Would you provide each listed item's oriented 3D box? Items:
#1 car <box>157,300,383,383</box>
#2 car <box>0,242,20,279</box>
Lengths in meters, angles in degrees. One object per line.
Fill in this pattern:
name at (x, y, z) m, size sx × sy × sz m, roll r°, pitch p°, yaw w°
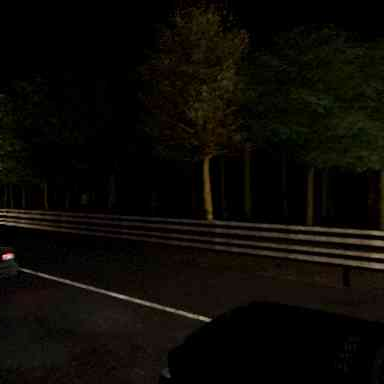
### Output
car at (2.026, 1.604, 2.415) m, size 4.718 × 1.301 × 1.895 m, roll 0°, pitch 0°, yaw 36°
car at (-6.621, 1.568, 8.785) m, size 5.357 × 1.411 × 2.033 m, roll 0°, pitch 0°, yaw 37°
